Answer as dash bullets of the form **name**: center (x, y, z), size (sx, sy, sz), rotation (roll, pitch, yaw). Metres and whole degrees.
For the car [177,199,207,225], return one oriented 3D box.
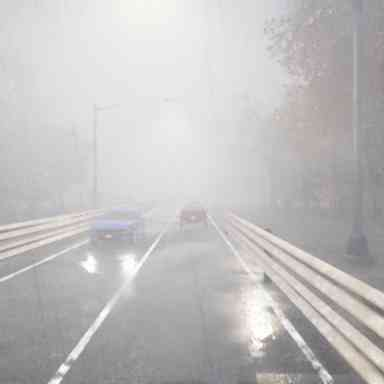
- **car**: center (0.099, 1.537, 24.363), size (1.882, 1.535, 5.008), rotation (0, 0, 0)

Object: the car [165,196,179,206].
- **car**: center (-3.336, 1.514, 56.522), size (2.097, 1.767, 4.553), rotation (0, 0, 0)

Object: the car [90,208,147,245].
- **car**: center (-3.349, 1.510, 15.808), size (1.882, 1.535, 5.008), rotation (0, 0, 0)

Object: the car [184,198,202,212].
- **car**: center (0.086, 1.610, 42.648), size (2.128, 1.511, 4.902), rotation (0, 0, 0)
